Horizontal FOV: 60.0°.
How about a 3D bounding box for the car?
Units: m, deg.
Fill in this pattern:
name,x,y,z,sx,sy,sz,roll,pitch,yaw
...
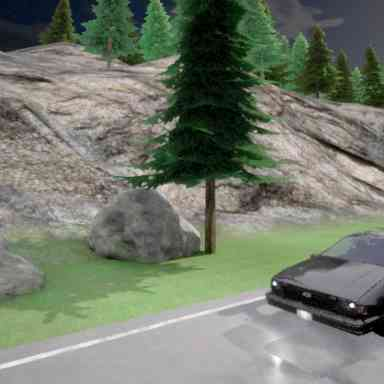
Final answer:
name,x,y,z,sx,sy,sz,roll,pitch,yaw
car,3.937,1.547,6.783,5.357,1.411,2.033,0,0,-35
